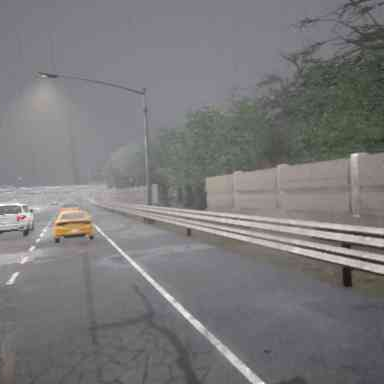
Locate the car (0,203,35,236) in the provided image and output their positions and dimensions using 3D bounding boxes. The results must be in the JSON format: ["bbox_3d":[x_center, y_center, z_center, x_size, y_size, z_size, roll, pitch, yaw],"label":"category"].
[{"bbox_3d":[-11.567,1.759,21.465,2.150,2.045,5.566,-3,0,-21],"label":"car"}]

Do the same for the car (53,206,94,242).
[{"bbox_3d":[-6.642,1.779,18.634,1.882,1.535,5.008,-3,0,-21],"label":"car"}]

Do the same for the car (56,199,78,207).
[{"bbox_3d":[-12.989,1.934,35.530,2.097,1.767,4.553,-3,0,-20],"label":"car"}]

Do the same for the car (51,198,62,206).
[{"bbox_3d":[-35.133,2.827,85.415,1.895,1.301,4.718,-3,1,-20],"label":"car"}]
